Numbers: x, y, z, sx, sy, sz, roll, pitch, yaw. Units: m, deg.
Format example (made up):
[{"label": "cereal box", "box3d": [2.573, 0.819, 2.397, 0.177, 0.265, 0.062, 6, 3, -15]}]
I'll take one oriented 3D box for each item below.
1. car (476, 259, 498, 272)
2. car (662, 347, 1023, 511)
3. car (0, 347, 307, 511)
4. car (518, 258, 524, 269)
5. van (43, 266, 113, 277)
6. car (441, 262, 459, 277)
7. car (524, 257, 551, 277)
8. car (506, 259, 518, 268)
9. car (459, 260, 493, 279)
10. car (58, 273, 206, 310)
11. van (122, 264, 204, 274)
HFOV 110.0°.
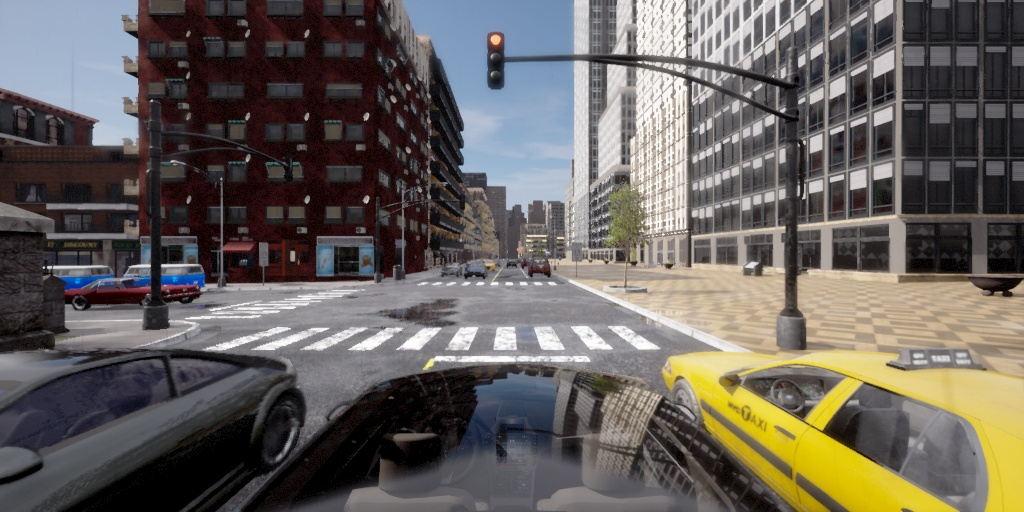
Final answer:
[{"label": "car", "box3d": [-3.199, 1.242, 46.239, 1.882, 1.535, 5.008, 0, 0, 0]}, {"label": "car", "box3d": [2.690, 1.275, 2.541, 1.751, 1.417, 4.829, 0, 0, 0]}, {"label": "car", "box3d": [-3.099, 1.314, 1.977, 1.994, 1.385, 4.181, 0, 0, 0]}, {"label": "car", "box3d": [2.565, 1.092, 56.888, 2.192, 1.841, 5.009, 0, 0, 0]}, {"label": "van", "box3d": [-26.348, 1.479, 21.426, 3.998, 1.789, 1.690, 0, 0, -1]}, {"label": "car", "box3d": [-5.764, 1.306, 34.764, 2.007, 1.370, 4.403, 0, 0, 0]}, {"label": "car", "box3d": [2.616, 1.070, 34.784, 2.192, 1.841, 5.009, 0, 0, 0]}, {"label": "car", "box3d": [-0.038, 1.292, 63.821, 1.837, 1.490, 4.892, 0, 0, 0]}, {"label": "car", "box3d": [-3.167, 1.302, 32.573, 2.033, 1.411, 5.357, 0, 0, 0]}, {"label": "car", "box3d": [-16.578, 1.601, 15.746, 4.718, 1.301, 1.895, -1, 0, -1]}, {"label": "van", "box3d": [-20.810, 1.389, 21.490, 3.998, 1.789, 1.690, 0, 0, -1]}]
